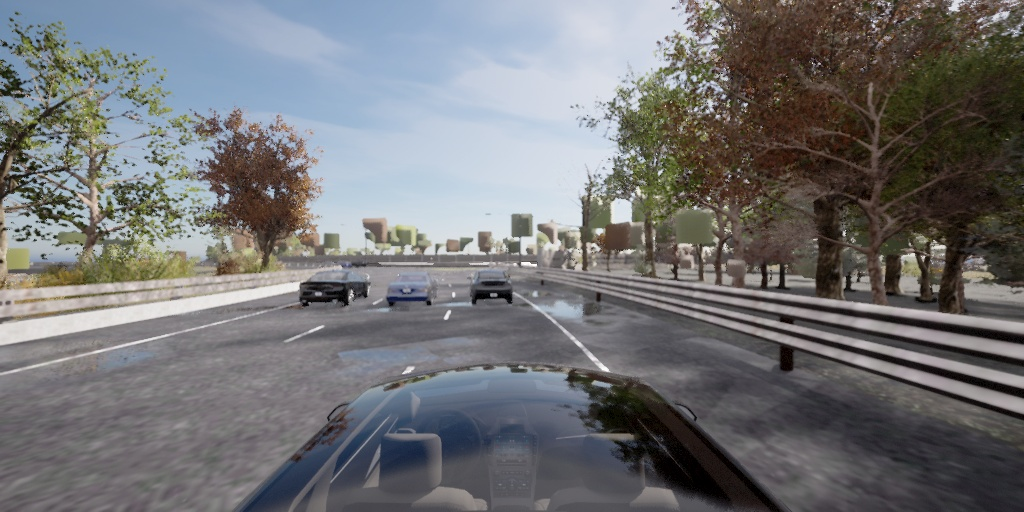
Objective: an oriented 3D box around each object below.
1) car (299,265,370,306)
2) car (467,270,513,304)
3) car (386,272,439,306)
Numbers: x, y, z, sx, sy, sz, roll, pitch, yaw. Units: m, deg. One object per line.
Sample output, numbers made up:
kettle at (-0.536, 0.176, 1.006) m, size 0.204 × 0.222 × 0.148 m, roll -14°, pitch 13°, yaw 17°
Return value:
car at (-8.058, 1.377, 16.740) m, size 1.882 × 1.535 × 5.008 m, roll 0°, pitch 0°, yaw -8°
car at (-1.097, 1.412, 17.516) m, size 1.837 × 1.490 × 4.892 m, roll 0°, pitch 0°, yaw -8°
car at (-4.520, 1.445, 16.734) m, size 2.033 × 1.411 × 5.357 m, roll 0°, pitch -1°, yaw -8°
